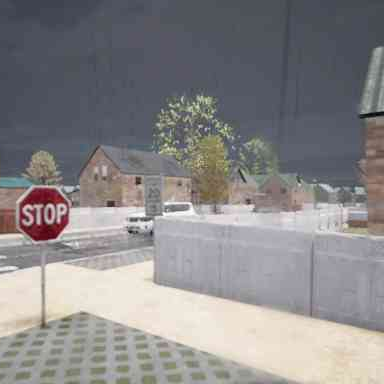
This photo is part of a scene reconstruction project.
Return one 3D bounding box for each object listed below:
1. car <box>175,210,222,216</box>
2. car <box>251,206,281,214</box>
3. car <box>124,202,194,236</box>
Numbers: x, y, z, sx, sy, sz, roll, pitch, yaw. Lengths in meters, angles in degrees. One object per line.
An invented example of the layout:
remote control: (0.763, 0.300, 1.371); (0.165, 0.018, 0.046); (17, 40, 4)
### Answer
car: (1.300, 2.040, 21.336); (1.895, 1.301, 4.718); (-1, -2, 36)
car: (7.965, 2.318, 35.634); (1.882, 1.535, 5.008); (-1, -2, 36)
car: (-1.915, 1.676, 21.832); (2.150, 2.045, 5.566); (-1, -2, 36)
